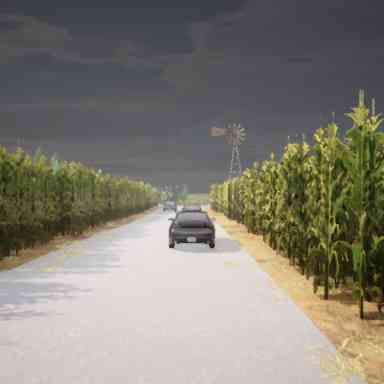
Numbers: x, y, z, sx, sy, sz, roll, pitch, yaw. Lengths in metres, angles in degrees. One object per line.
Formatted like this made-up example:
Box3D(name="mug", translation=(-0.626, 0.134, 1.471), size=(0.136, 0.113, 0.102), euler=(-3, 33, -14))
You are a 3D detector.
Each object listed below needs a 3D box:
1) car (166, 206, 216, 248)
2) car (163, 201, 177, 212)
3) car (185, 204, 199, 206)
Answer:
Box3D(name="car", translation=(0.000, 1.544, 14.661), size=(1.837, 1.490, 4.892), euler=(0, -1, 0))
Box3D(name="car", translation=(-3.100, 2.077, 47.651), size=(1.812, 1.442, 4.674), euler=(0, 0, 0))
Box3D(name="car", translation=(0.000, 1.824, 29.661), size=(1.882, 1.535, 5.008), euler=(0, -1, 0))
